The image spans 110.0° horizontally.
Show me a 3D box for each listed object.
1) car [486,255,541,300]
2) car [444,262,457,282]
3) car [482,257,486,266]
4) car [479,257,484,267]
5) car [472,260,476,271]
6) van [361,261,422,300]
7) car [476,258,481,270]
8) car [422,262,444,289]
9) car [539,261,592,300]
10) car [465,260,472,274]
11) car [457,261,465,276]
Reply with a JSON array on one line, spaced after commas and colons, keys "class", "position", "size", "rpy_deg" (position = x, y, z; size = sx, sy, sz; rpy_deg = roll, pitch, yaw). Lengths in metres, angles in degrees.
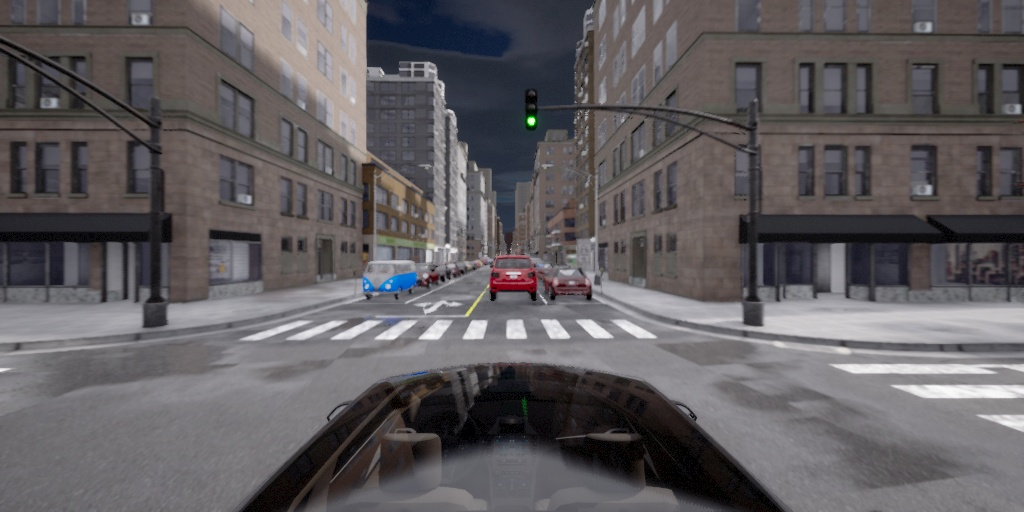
[{"class": "car", "position": [0.051, 0.988, 18.121], "size": [2.150, 2.045, 5.566], "rpy_deg": [0, 0, 0]}, {"class": "car", "position": [-5.948, 1.347, 28.961], "size": [1.948, 1.339, 4.313], "rpy_deg": [0, 0, 0]}, {"class": "car", "position": [-6.077, 1.331, 62.801], "size": [1.751, 1.417, 4.829], "rpy_deg": [0, 0, 0]}, {"class": "car", "position": [-6.056, 1.347, 57.302], "size": [1.888, 1.381, 4.507], "rpy_deg": [0, 0, 0]}, {"class": "car", "position": [-6.012, 1.321, 45.796], "size": [1.751, 1.417, 4.829], "rpy_deg": [0, 0, 0]}, {"class": "van", "position": [-5.905, 1.111, 17.625], "size": [1.690, 1.789, 3.998], "rpy_deg": [0, 0, 0]}, {"class": "car", "position": [-6.034, 1.365, 51.634], "size": [1.948, 1.339, 4.313], "rpy_deg": [0, 0, 0]}, {"class": "car", "position": [-5.927, 1.215, 23.293], "size": [1.967, 1.591, 4.097], "rpy_deg": [0, 0, 0]}, {"class": "car", "position": [2.621, 1.204, 17.659], "size": [1.967, 1.591, 4.097], "rpy_deg": [0, 0, 0]}, {"class": "car", "position": [-5.992, 1.357, 40.298], "size": [1.948, 1.339, 4.313], "rpy_deg": [0, 0, 0]}, {"class": "car", "position": [-5.970, 1.368, 34.630], "size": [1.802, 1.307, 4.207], "rpy_deg": [0, 0, 0]}]
